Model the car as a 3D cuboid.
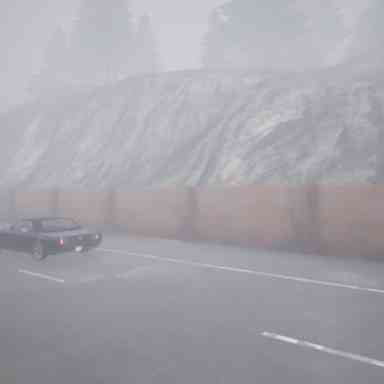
[{"bbox_3d":[-5.489,1.545,12.051,4.718,1.301,1.895,0,0,35],"label":"car"}]
